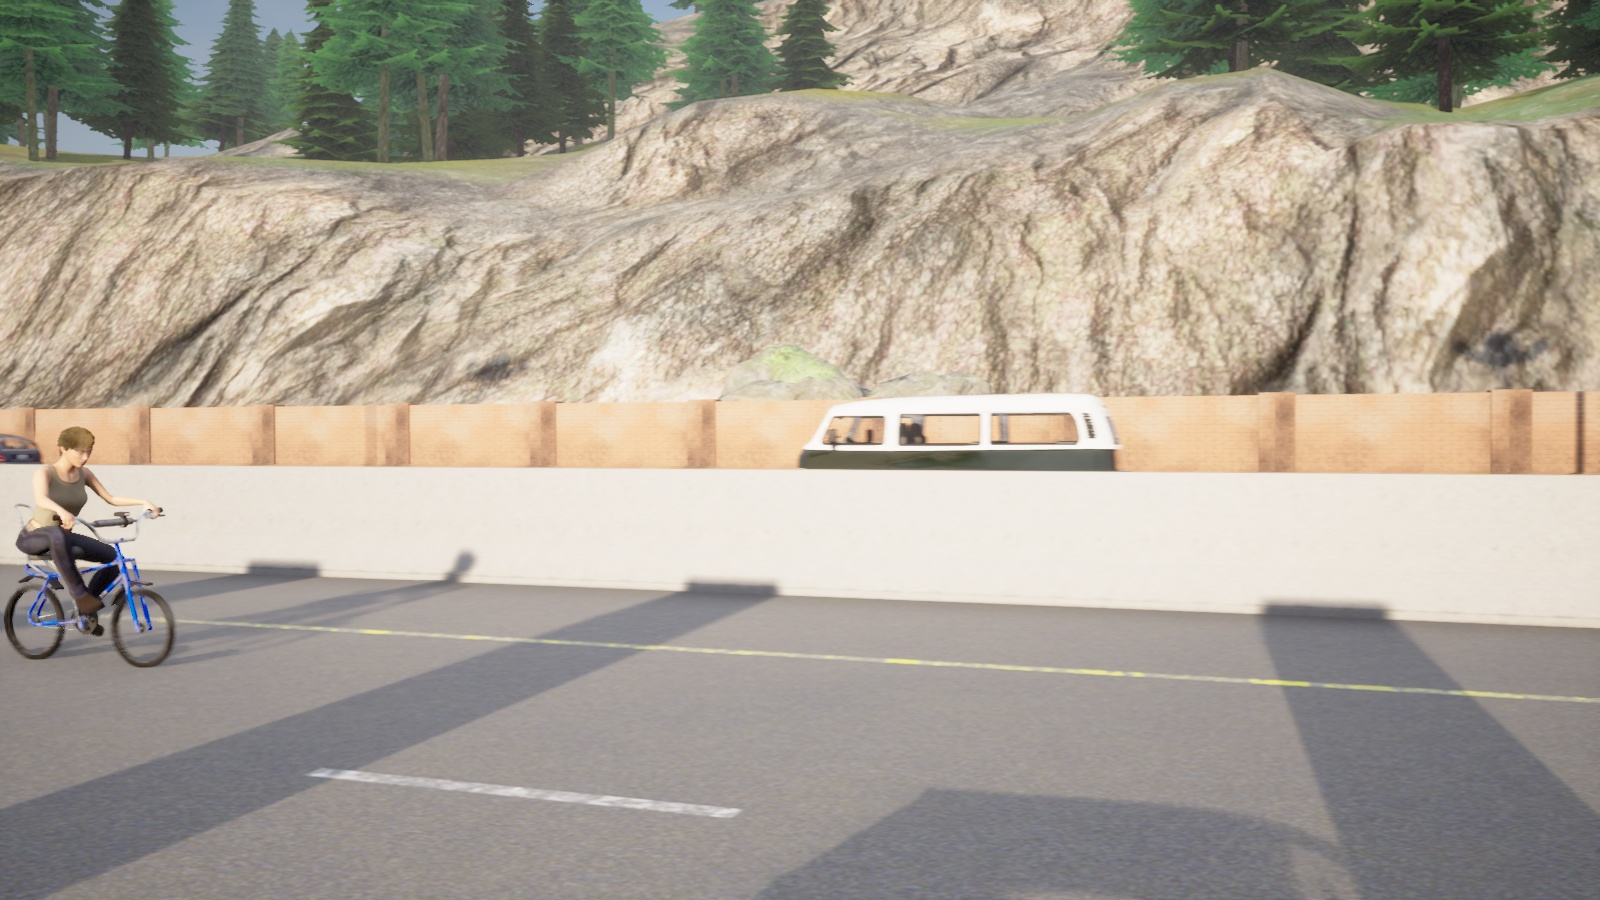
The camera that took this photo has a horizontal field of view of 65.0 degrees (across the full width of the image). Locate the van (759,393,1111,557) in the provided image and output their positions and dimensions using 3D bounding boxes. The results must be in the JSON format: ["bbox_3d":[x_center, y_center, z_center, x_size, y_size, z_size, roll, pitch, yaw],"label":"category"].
[{"bbox_3d":[1.898,0.279,17.321,4.480,2.038,2.069,1,1,18],"label":"van"}]

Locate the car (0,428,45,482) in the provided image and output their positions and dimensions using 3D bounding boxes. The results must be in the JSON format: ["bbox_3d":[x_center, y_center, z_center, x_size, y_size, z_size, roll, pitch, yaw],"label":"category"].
[{"bbox_3d":[-24.569,0.115,37.181,3.705,1.549,1.789,0,1,18],"label":"car"}]

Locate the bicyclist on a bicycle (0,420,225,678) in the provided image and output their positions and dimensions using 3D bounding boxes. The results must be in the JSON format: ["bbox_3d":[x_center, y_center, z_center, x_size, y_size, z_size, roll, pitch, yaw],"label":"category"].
[{"bbox_3d":[-4.824,0.609,8.495,1.509,1.612,0.866,1,1,19],"label":"bicyclist on a bicycle"}]
